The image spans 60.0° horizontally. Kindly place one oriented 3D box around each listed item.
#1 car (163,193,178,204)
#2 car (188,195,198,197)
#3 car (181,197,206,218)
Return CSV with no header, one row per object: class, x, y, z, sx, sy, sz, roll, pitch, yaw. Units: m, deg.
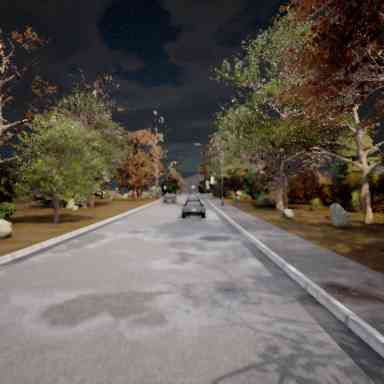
car,-3.268,0.963,50.630,1.837,1.490,4.892,0,1,0
car,0.140,1.121,43.974,1.994,1.385,4.181,0,1,0
car,0.127,1.346,28.030,1.994,1.385,4.181,0,0,0
